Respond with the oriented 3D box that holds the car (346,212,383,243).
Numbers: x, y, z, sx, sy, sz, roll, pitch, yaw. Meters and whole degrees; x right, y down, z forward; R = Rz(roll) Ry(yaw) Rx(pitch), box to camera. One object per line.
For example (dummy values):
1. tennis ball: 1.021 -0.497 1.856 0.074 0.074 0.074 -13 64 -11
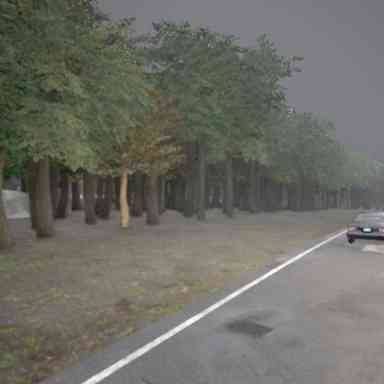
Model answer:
1. car: 8.882 1.697 16.316 2.033 1.411 5.357 0 -1 33
